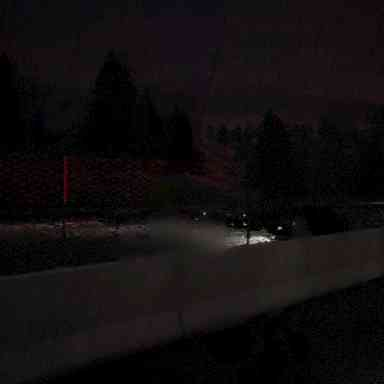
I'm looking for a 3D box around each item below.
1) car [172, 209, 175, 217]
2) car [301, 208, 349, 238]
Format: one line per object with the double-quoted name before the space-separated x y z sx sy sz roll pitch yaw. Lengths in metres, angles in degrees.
"car" -3.594 1.349 22.629 4.718 1.301 1.895 0 1 -33
"car" 5.654 1.452 16.034 4.181 1.385 1.994 0 1 -32
